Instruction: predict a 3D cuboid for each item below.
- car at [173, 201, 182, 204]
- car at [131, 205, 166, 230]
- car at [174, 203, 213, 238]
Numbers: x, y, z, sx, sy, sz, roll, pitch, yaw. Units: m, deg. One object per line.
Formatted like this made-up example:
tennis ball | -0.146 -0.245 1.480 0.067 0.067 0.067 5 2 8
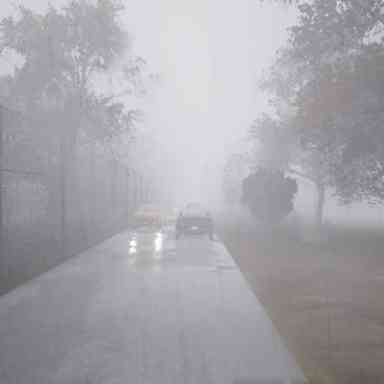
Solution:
car | -2.485 2.523 64.109 2.128 1.511 4.902 0 -2 1
car | -2.814 1.603 22.476 1.882 1.535 5.008 0 -1 0
car | 0.122 1.559 18.144 1.882 1.535 5.008 0 0 0
